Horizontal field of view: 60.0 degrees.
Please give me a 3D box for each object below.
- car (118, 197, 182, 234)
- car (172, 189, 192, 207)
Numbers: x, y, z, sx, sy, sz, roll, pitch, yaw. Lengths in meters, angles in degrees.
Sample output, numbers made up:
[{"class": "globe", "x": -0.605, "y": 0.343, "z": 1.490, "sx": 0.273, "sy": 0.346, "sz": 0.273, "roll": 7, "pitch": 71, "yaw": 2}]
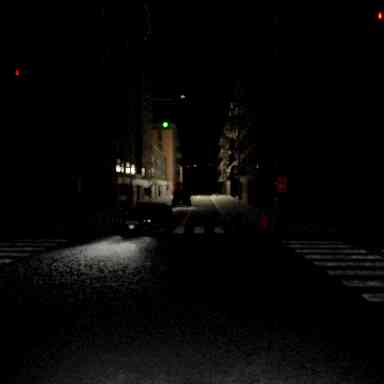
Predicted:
[{"class": "car", "x": -2.293, "y": 1.278, "z": 17.662, "sx": 2.128, "sy": 1.511, "sz": 4.902, "roll": 0, "pitch": 2, "yaw": 11}, {"class": "car", "x": -1.195, "y": 0.711, "z": 40.872, "sx": 2.150, "sy": 2.045, "sz": 5.566, "roll": 0, "pitch": 2, "yaw": 2}]
